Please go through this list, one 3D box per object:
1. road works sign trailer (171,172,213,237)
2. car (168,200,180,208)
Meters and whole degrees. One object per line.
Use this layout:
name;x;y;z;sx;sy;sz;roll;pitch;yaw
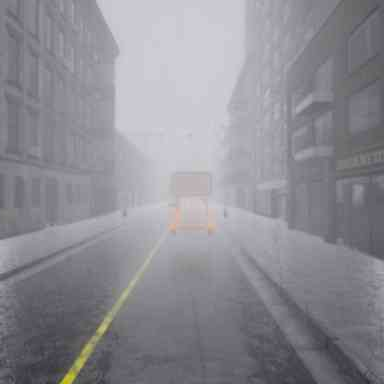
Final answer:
road works sign trailer;-0.005;0.625;19.281;2.380;3.560;2.880;0;0;0
car;-3.063;2.091;58.087;1.994;1.385;4.181;0;-1;0
